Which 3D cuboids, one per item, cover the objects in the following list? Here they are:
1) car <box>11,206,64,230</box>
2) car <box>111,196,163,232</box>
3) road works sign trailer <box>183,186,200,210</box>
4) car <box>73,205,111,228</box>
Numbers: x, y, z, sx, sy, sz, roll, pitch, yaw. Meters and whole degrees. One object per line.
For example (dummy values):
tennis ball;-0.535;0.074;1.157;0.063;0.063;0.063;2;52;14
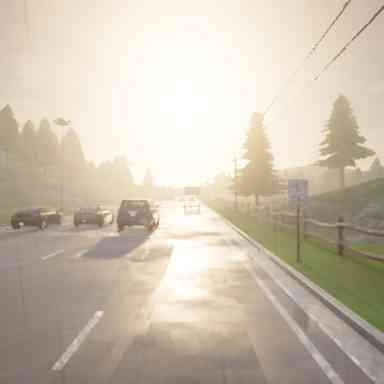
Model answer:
car;-10.404;1.705;22.709;1.837;1.490;4.892;0;0;0
car;-3.404;1.413;21.750;2.150;2.045;5.566;0;0;0
road works sign trailer;-0.012;0.904;50.542;2.380;3.560;2.880;0;0;0
car;-6.905;1.700;23.784;2.128;1.511;4.902;0;0;0
